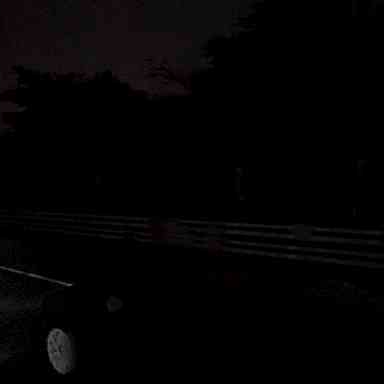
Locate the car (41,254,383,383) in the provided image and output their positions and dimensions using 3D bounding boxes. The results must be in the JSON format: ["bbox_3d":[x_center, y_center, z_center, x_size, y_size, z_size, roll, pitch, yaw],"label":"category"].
[{"bbox_3d":[0.256,1.484,3.806,5.008,1.535,1.882,0,0,35],"label":"car"}]
